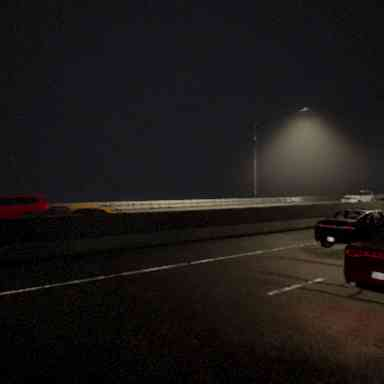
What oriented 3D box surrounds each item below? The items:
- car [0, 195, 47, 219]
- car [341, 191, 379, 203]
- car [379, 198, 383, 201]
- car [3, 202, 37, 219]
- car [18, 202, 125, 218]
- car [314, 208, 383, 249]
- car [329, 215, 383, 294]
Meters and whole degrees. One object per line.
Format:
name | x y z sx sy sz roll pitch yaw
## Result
car | -12.010 1.204 21.224 5.566 2.045 2.150 -1 0 -36
car | 23.155 0.866 46.326 5.566 2.045 2.150 0 0 -35
car | 26.885 1.131 44.684 4.892 1.490 1.837 0 0 -35
car | -7.926 1.510 19.840 5.357 1.411 2.033 -1 0 -36
car | -5.852 1.440 17.021 5.008 1.535 1.882 -1 0 -36
car | 6.757 1.393 12.882 4.902 1.511 2.128 -1 0 -36
car | 5.535 1.410 7.705 5.008 1.535 1.882 -1 0 -36
